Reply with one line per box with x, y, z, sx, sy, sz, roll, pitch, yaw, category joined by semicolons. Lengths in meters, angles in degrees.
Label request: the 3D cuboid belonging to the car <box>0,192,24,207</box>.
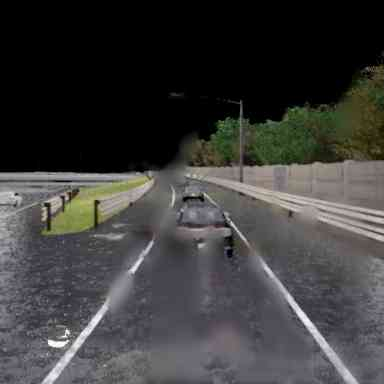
-17.727;0.706;32.265;1.812;1.442;4.674;-1;2;-18;car

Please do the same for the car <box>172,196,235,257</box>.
0.329;1.158;11.486;2.128;1.511;4.902;0;2;0;car

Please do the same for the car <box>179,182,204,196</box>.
0.055;0.047;31.678;1.994;1.385;4.181;0;4;-2;car

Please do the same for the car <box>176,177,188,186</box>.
-1.633;-1.806;55.852;2.128;1.511;4.902;0;4;-5;car
